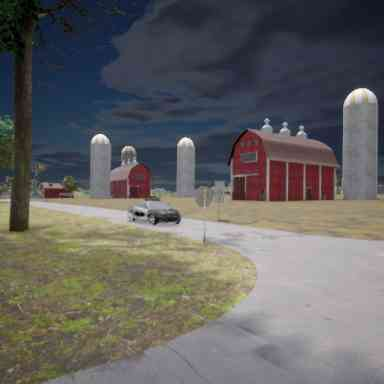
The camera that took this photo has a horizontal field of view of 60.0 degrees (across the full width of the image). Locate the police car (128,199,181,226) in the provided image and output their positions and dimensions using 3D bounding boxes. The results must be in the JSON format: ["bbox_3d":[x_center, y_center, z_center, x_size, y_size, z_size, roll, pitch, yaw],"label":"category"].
[{"bbox_3d":[-2.543,1.274,22.096,1.930,1.638,5.238,1,0,-34],"label":"police car"}]
